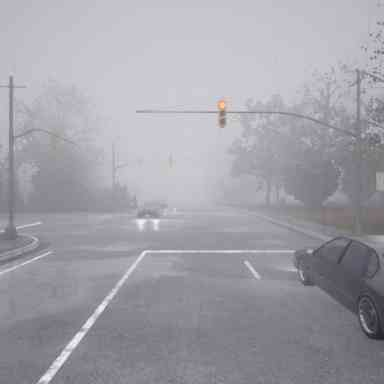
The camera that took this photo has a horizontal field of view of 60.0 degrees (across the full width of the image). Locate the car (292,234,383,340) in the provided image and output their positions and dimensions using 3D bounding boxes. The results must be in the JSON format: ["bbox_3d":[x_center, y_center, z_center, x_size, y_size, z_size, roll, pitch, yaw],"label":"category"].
[{"bbox_3d":[3.592,1.547,6.458,2.033,1.411,5.357,0,0,0],"label":"car"}]

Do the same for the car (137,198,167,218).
[{"bbox_3d":[-3.697,1.548,30.033,2.033,1.411,5.357,0,0,-1],"label":"car"}]

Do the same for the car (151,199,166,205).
[{"bbox_3d":[-8.315,2.405,83.071,2.033,1.411,5.357,0,-1,-25],"label":"car"}]

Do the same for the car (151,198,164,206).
[{"bbox_3d":[-6.902,1.998,66.479,2.128,1.511,4.902,0,-1,-11],"label":"car"}]

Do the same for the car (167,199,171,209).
[{"bbox_3d":[-4.270,1.660,46.487,2.033,1.411,5.357,0,-1,-4],"label":"car"}]

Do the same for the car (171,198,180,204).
[{"bbox_3d":[-4.535,2.189,83.014,2.097,1.767,4.553,0,-1,-22],"label":"car"}]
